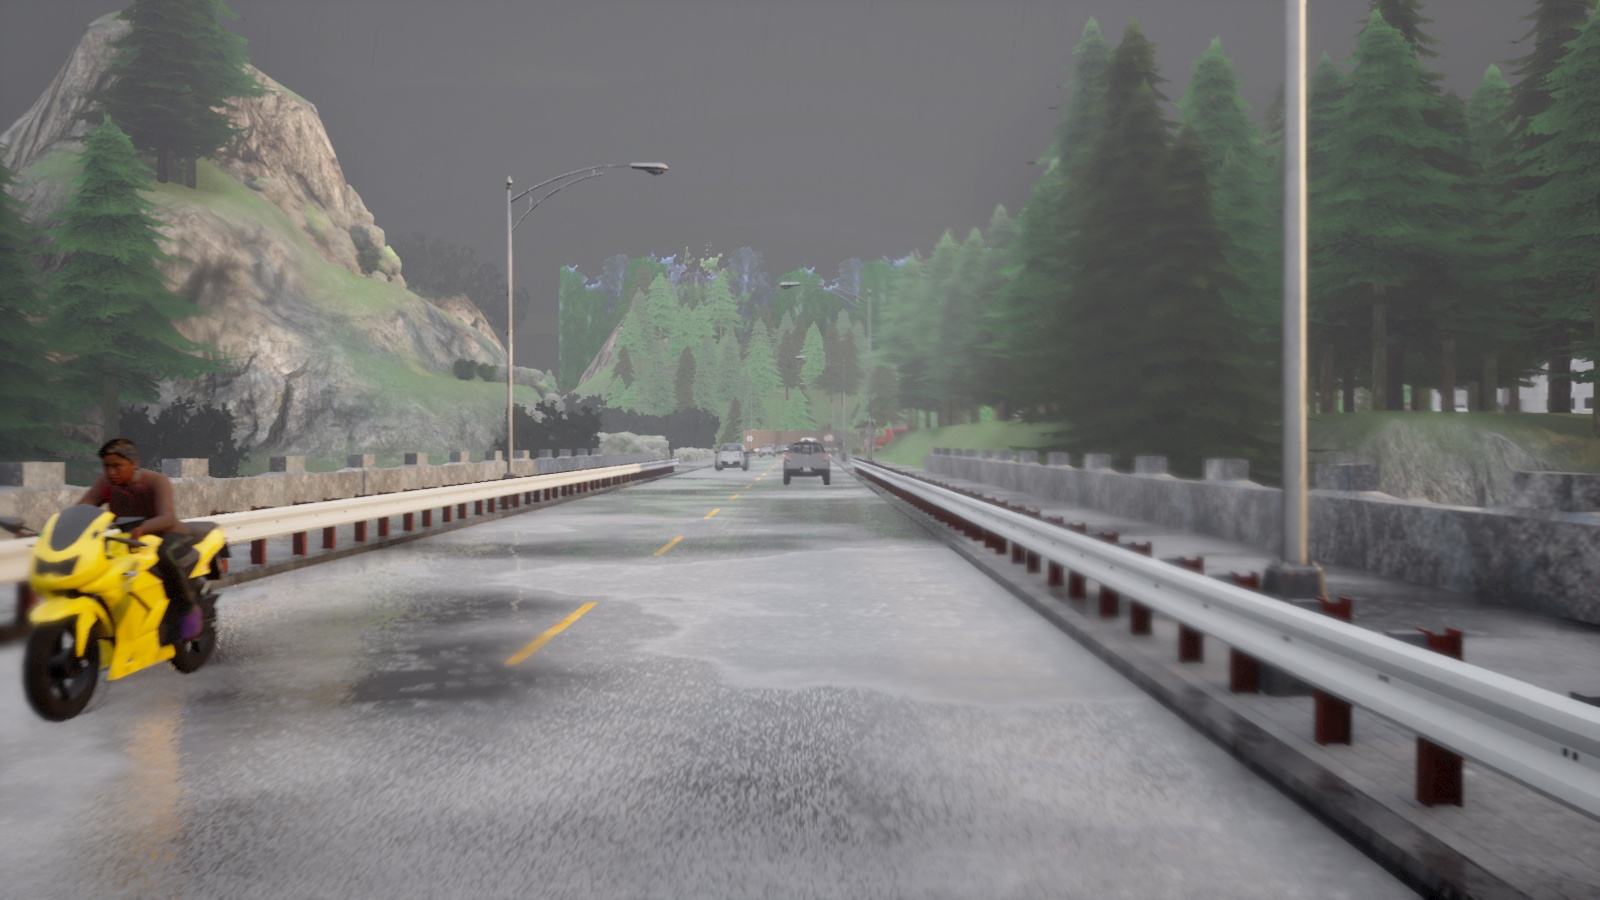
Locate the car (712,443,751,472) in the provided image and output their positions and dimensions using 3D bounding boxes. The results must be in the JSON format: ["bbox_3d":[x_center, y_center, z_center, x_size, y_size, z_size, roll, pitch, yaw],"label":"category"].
[{"bbox_3d":[-3.622,0.382,66.787,1.845,1.501,3.633,0,0,0],"label":"car"}]

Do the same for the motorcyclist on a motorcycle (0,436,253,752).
[{"bbox_3d":[-3.934,0.685,7.080,0.797,1.523,2.044,0,1,0],"label":"motorcyclist on a motorcycle"}]

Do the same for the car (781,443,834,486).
[{"bbox_3d":[0.262,0.502,45.364,1.845,1.501,3.633,0,0,0],"label":"car"}]
